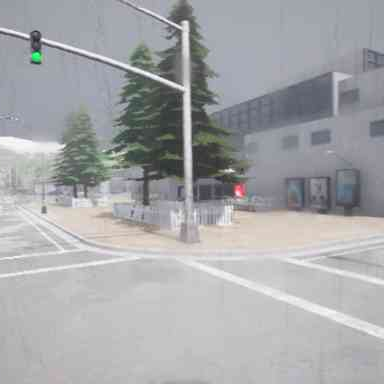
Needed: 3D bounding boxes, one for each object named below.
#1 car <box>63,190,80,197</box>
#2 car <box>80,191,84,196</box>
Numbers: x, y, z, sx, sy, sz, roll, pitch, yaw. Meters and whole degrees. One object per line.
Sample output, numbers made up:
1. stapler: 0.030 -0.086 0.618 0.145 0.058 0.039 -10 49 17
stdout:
1. car: -25.600 0.518 70.511 1.845 1.501 3.633 -2 1 -31
2. car: -26.791 0.397 78.418 1.970 1.475 3.806 -2 1 -31
